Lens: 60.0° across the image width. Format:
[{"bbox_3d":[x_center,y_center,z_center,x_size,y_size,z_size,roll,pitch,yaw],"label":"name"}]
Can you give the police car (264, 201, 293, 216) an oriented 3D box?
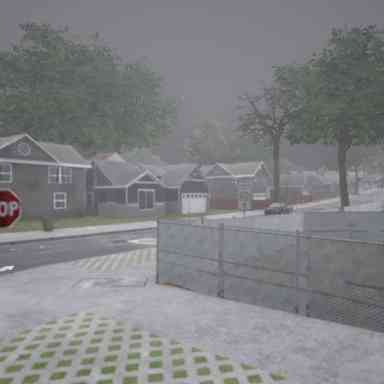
[{"bbox_3d":[9.760,1.873,37.508,1.930,1.638,5.238,-1,0,36],"label":"police car"}]
